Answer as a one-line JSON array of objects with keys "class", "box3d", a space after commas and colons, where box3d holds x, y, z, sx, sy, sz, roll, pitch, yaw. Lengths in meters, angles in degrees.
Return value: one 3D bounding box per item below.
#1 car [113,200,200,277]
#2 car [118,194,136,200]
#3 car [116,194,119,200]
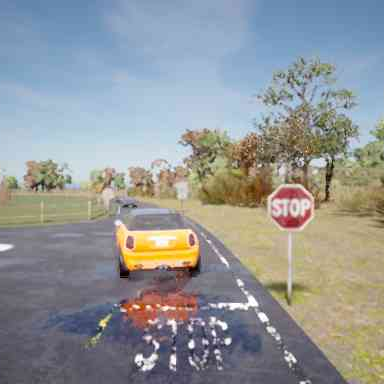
[{"class": "car", "box3d": [-1.287, 1.285, 10.349, 2.097, 1.767, 4.553, 0, 0, -15]}, {"class": "car", "box3d": [-7.766, 1.280, 41.324, 2.033, 1.411, 5.357, 0, 0, -13]}, {"class": "car", "box3d": [-11.970, 1.122, 56.783, 2.128, 1.511, 4.902, 0, 0, -17]}]
